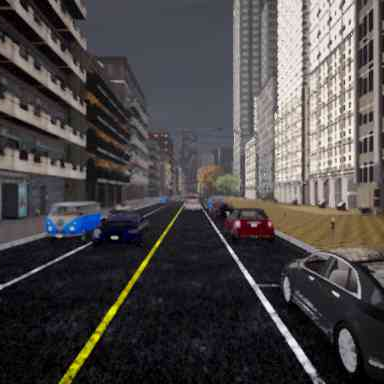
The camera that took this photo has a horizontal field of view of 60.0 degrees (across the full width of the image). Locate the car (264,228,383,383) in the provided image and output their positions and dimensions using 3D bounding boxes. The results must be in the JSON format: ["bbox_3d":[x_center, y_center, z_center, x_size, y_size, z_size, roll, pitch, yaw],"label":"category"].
[{"bbox_3d":[2.693,1.558,5.293,2.008,1.369,4.403,0,0,0],"label":"car"}]

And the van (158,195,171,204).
[{"bbox_3d":[-5.691,1.469,66.044,1.690,1.788,3.998,0,0,0],"label":"van"}]

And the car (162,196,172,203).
[{"bbox_3d":[-5.692,1.725,77.089,1.947,1.339,4.313,0,0,0],"label":"car"}]

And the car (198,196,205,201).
[{"bbox_3d":[2.688,1.778,93.658,1.947,1.339,4.313,0,0,0],"label":"car"}]

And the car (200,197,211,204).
[{"bbox_3d":[2.690,1.694,66.043,1.947,1.339,4.313,0,0,0],"label":"car"}]

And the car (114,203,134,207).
[{"bbox_3d":[-5.689,1.591,27.384,2.008,1.369,4.403,0,0,0],"label":"car"}]

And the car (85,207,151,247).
[{"bbox_3d":[-3.006,1.584,14.896,1.994,1.385,4.181,0,0,0],"label":"car"}]

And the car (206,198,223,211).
[{"bbox_3d":[2.692,1.596,32.907,1.887,1.381,4.507,0,0,0],"label":"car"}]

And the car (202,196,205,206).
[{"bbox_3d":[2.691,1.626,43.952,2.008,1.369,4.403,0,0,0],"label":"car"}]

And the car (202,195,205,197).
[{"bbox_3d":[2.690,1.651,54.998,2.008,1.369,4.403,0,0,0],"label":"car"}]

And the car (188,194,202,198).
[{"bbox_3d":[0.097,1.448,53.292,2.097,1.767,4.553,0,0,0],"label":"car"}]

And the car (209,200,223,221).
[{"bbox_3d":[2.692,1.607,27.384,1.947,1.339,4.313,0,0,0],"label":"car"}]

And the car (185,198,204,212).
[{"bbox_3d":[0.098,1.665,39.046,1.895,1.301,4.718,0,0,0],"label":"car"}]

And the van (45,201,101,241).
[{"bbox_3d":[-5.688,1.363,16.338,1.690,1.788,3.998,0,0,0],"label":"van"}]

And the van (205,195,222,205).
[{"bbox_3d":[2.692,1.404,38.430,1.690,1.788,3.998,0,0,0],"label":"van"}]

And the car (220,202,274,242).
[{"bbox_3d":[2.693,1.462,16.338,1.967,1.590,4.097,0,0,0],"label":"car"}]
